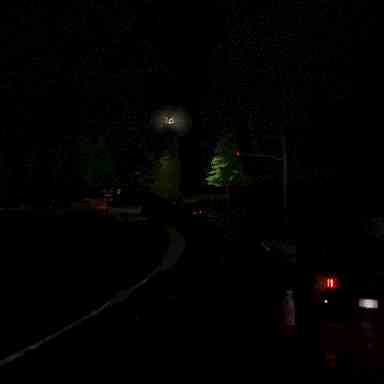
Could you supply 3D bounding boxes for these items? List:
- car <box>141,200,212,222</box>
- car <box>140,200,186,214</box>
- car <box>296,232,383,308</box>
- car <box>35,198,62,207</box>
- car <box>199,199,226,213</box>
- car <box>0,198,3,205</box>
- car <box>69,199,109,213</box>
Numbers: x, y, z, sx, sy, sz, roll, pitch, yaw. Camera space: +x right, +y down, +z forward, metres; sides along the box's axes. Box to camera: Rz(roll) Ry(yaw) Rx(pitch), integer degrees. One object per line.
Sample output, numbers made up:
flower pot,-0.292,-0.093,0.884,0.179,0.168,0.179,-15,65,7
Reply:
car,-1.482,1.548,26.123,5.357,1.411,2.033,0,0,33
car,-3.118,1.602,35.465,4.718,1.301,1.895,0,0,33
car,3.519,1.601,7.793,1.895,1.301,4.718,0,0,14
car,-22.484,1.603,51.954,4.718,1.301,1.895,0,0,33
car,1.311,1.479,36.793,5.008,1.535,1.882,0,0,33
car,-33.180,1.354,54.619,4.553,1.767,2.097,0,0,32
car,-11.402,1.479,36.593,5.008,1.535,1.882,0,0,33
